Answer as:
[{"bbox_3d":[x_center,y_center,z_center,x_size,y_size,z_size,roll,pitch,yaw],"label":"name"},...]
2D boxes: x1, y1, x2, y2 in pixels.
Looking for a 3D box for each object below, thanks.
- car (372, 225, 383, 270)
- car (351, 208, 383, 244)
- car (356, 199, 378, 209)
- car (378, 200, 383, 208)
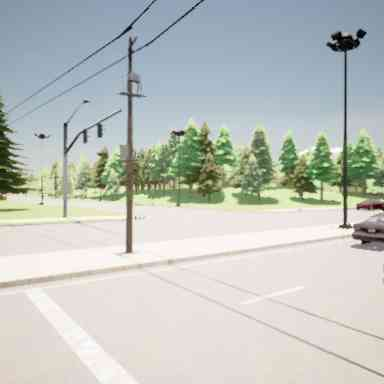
[{"bbox_3d":[6.845,1.619,8.637,4.181,1.385,1.994,0,0,-34],"label":"car"},{"bbox_3d":[9.300,1.632,15.057,5.357,1.411,2.033,0,0,-37],"label":"car"},{"bbox_3d":[24.471,1.717,45.510,5.008,1.535,1.882,0,0,-35],"label":"car"},{"bbox_3d":[25.975,1.800,42.291,4.181,1.385,1.994,0,0,-35],"label":"car"}]
